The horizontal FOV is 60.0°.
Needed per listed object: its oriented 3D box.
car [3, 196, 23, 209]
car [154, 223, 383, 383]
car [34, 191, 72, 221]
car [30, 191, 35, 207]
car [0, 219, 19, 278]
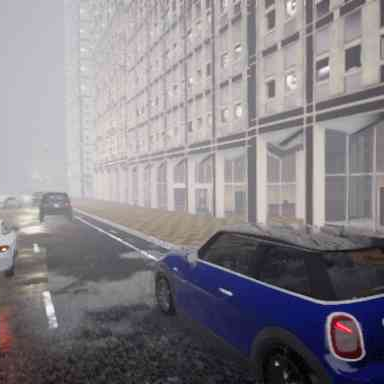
[{"bbox_3d":[-21.956,1.246,40.688,1.812,1.442,4.674,-1,1,-27],"label":"car"},{"bbox_3d":[1.043,1.244,4.970,2.097,1.767,4.553,-1,1,-27],"label":"car"},{"bbox_3d":[-10.369,0.999,24.962,2.150,2.045,5.566,-1,1,-26],"label":"car"},{"bbox_3d":[-19.628,0.861,43.211,2.150,2.045,5.566,-1,1,-27],"label":"car"},{"bbox_3d":[-5.972,1.474,9.311,1.812,1.442,4.674,-1,1,-27],"label":"car"}]
